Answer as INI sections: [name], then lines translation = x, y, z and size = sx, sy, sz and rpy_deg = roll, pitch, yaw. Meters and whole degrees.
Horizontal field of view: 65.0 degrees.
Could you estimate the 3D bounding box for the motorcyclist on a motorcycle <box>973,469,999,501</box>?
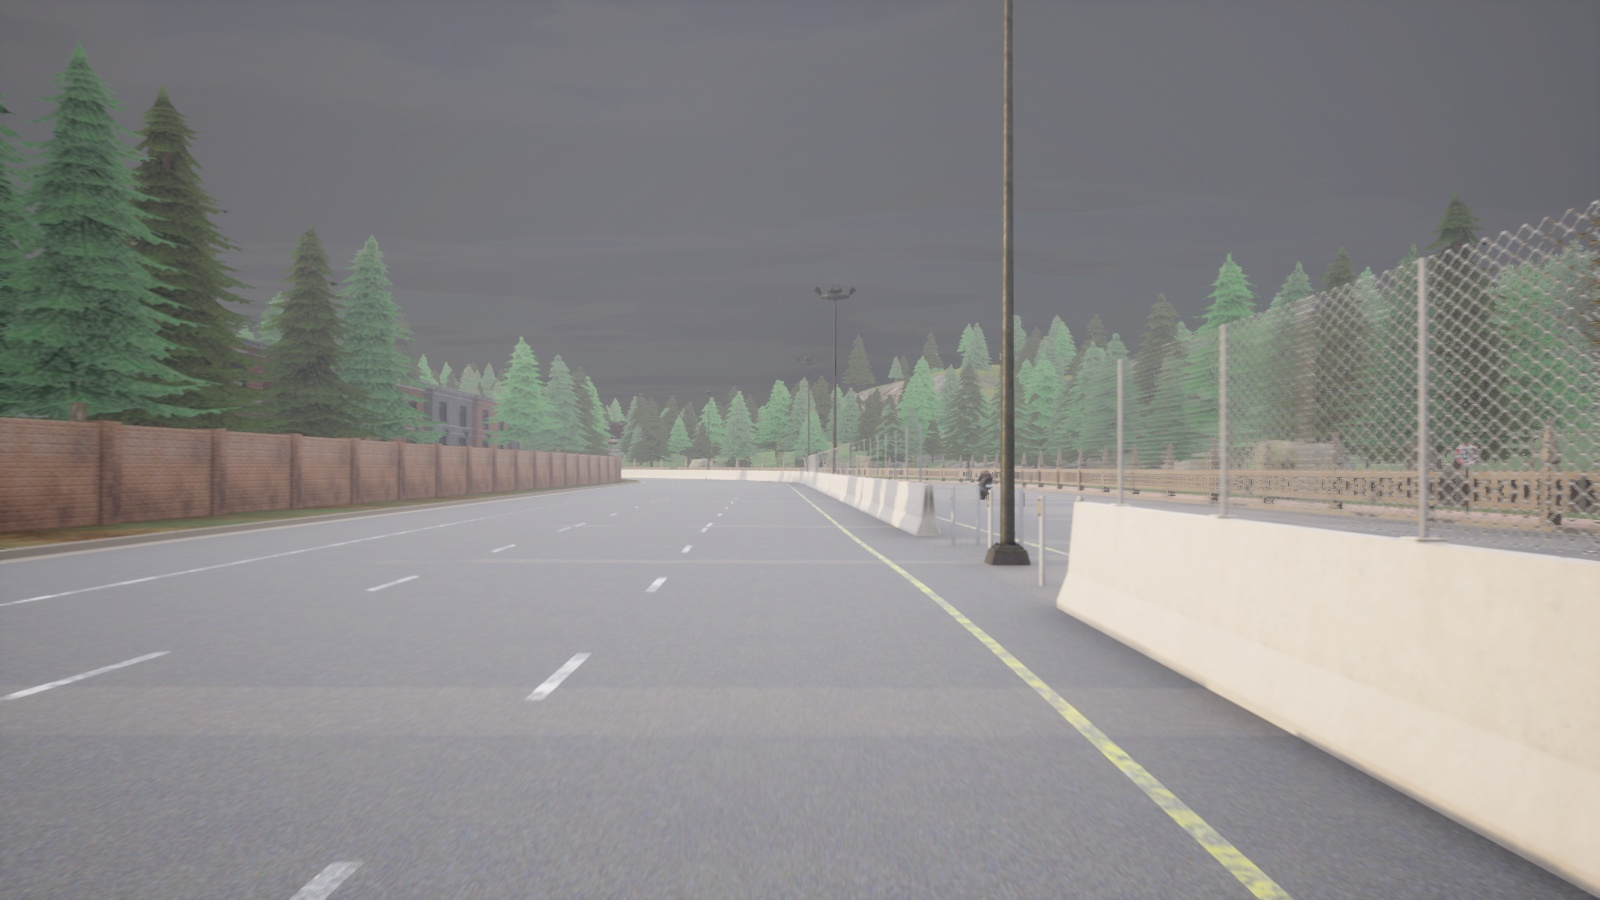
[motorcyclist on a motorcycle]
translation = 9.107, 1.683, 61.535
size = 0.866, 1.530, 2.191
rpy_deg = 0, -1, -1
